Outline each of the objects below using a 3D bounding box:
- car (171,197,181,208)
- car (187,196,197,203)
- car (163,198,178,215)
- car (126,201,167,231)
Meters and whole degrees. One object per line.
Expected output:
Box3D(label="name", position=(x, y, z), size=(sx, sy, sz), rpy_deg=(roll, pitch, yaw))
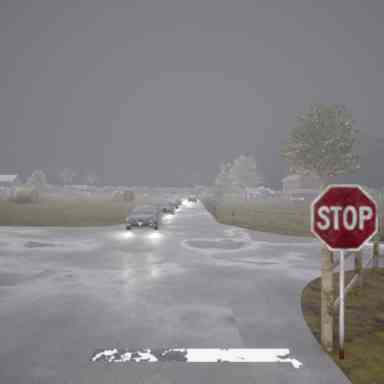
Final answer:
Box3D(label="car", position=(-2.803, 1.490, 44.754), size=(1.882, 1.535, 5.008), rpy_deg=(0, 0, 0))
Box3D(label="car", position=(0.062, 1.522, 71.240), size=(1.882, 1.535, 5.008), rpy_deg=(0, 0, 0))
Box3D(label="car", position=(-2.818, 1.571, 33.891), size=(1.994, 1.385, 4.181), rpy_deg=(0, 0, 0))
Box3D(label="car", position=(-2.828, 1.511, 20.593), size=(1.837, 1.490, 4.892), rpy_deg=(0, 0, 0))
